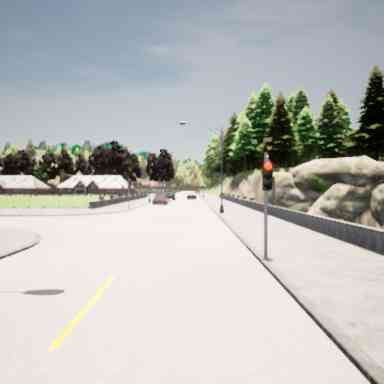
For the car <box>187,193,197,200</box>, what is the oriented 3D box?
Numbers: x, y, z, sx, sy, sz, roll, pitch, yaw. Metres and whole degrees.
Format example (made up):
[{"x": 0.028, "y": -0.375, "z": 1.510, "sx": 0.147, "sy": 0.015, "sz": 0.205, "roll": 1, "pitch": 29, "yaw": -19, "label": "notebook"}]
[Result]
[{"x": -0.040, "y": 0.808, "z": 64.213, "sx": 1.895, "sy": 1.301, "sz": 4.718, "roll": 0, "pitch": 1, "yaw": 0, "label": "car"}]

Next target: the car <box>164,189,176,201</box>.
[{"x": -4.098, "y": 0.489, "z": 59.137, "sx": 2.150, "sy": 2.045, "sz": 5.566, "roll": 0, "pitch": 1, "yaw": 0, "label": "car"}]

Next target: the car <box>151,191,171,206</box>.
[{"x": -4.118, "y": 0.986, "z": 43.714, "sx": 1.812, "sy": 1.442, "sz": 4.674, "roll": 0, "pitch": 1, "yaw": 0, "label": "car"}]
